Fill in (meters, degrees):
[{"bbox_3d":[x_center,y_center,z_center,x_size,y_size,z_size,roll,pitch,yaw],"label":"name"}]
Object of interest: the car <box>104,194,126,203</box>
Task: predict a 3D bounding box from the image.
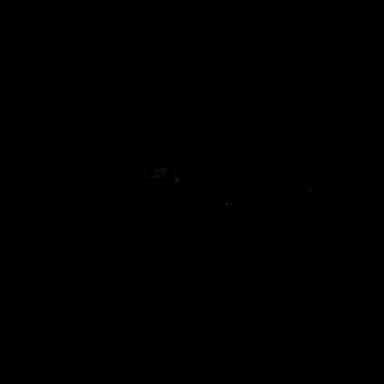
[{"bbox_3d":[-17.491,1.411,75.950,2.150,2.045,5.566,0,-1,35],"label":"car"}]
